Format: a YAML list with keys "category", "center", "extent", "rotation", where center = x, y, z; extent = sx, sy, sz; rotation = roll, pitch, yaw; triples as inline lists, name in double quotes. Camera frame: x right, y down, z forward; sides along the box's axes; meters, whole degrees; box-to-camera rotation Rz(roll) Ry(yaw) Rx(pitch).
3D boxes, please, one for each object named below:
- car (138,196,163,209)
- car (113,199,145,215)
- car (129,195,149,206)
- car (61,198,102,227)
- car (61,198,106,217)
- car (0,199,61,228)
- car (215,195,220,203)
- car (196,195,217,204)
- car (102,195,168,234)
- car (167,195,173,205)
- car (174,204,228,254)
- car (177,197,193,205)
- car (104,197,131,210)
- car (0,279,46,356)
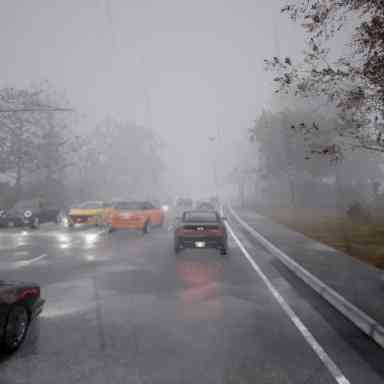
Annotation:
- category: "car"
  center: [-5.153, 1.268, 41.940]
  extent: [2.128, 1.511, 4.902]
  rotation: [0, 0, 5]
- category: "car"
  center: [-5.951, 1.393, 31.987]
  extent: [1.994, 1.385, 4.181]
  rotation: [0, 0, 4]
- category: "car"
  center: [-7.877, 1.237, 50.080]
  extent: [1.837, 1.490, 4.892]
  rotation: [0, 0, 5]
- category: "car"
  center: [-6.517, 1.358, 22.067]
  extent: [1.882, 1.535, 5.008]
  rotation: [0, 0, 3]
- category: "car"
  center: [-9.592, 1.329, 29.895]
  extent: [2.128, 1.511, 4.902]
  rotation: [0, 0, 4]
- category: "car"
  center: [-10.067, 1.237, 20.917]
  extent: [2.097, 1.767, 4.553]
  rotation: [0, 0, 3]
- category: "car"
  center: [3.814, 1.215, 59.272]
  extent: [1.812, 1.442, 4.674]
  rotation: [0, 1, 7]
- category: "car"
  center: [1.401, 1.345, 34.299]
  extent: [1.812, 1.442, 4.674]
  rotation: [0, 0, 4]
- category: "car"
  center: [-2.992, 1.252, 18.631]
  extent: [2.097, 1.767, 4.553]
  rotation: [0, 0, 8]
- category: "car"
  center: [-4.143, 1.215, 52.162]
  extent: [2.128, 1.511, 4.902]
  rotation: [0, 0, 6]
- category: "car"
  center: [0.346, 1.434, 13.177]
  extent: [1.837, 1.490, 4.892]
  rotation: [0, 0, 2]
- category: "car"
  center: [-0.931, 1.348, 47.915]
  extent: [1.895, 1.301, 4.718]
  rotation: [0, 0, 6]
- category: "car"
  center: [-8.851, 1.312, 39.818]
  extent: [1.812, 1.442, 4.674]
  rotation: [0, 0, 5]
- category: "car"
  center: [-3.356, 1.530, 2.977]
  extent: [2.033, 1.411, 5.357]
  rotation: [0, 0, 1]
